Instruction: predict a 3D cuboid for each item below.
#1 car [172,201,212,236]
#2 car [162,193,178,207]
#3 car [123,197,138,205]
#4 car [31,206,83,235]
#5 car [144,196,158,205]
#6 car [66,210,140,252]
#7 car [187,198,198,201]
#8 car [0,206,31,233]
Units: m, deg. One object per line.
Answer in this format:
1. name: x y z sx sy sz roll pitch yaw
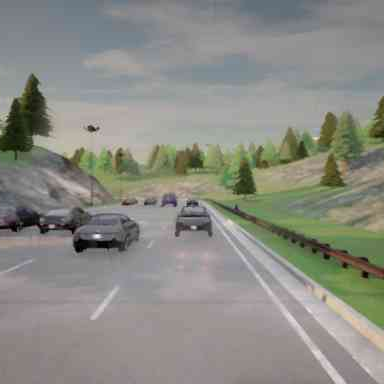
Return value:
1. car: 0.091 1.490 18.296 2.128 1.511 4.902 0 0 0
2. car: -3.416 1.218 51.482 2.150 2.045 5.566 0 0 0
3. car: -10.419 1.561 56.562 1.994 1.385 4.181 0 0 0
4. car: -6.908 1.525 18.690 1.812 1.442 4.674 0 0 0
5. car: -6.919 1.489 56.354 2.128 1.511 4.902 0 0 0
6. car: -3.407 1.563 13.927 1.994 1.385 4.181 0 0 0
7. car: 0.080 1.598 55.568 1.895 1.301 4.718 0 0 0
8. car: -10.407 1.547 19.623 2.033 1.411 5.357 0 0 0
